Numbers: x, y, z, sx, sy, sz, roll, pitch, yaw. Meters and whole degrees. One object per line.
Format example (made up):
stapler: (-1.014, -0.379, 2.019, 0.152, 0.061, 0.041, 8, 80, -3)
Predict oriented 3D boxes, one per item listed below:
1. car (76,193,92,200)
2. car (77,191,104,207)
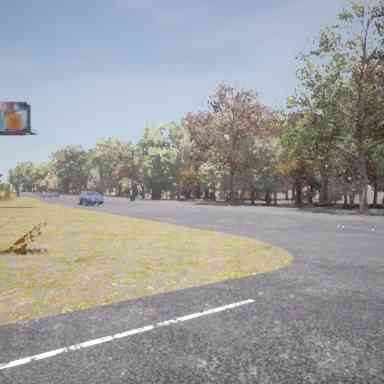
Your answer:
car: (-24.184, 1.071, 74.278, 2.033, 1.411, 5.357, 0, 0, -34)
car: (-14.301, 0.945, 47.011, 2.150, 2.045, 5.566, 0, 0, -34)
